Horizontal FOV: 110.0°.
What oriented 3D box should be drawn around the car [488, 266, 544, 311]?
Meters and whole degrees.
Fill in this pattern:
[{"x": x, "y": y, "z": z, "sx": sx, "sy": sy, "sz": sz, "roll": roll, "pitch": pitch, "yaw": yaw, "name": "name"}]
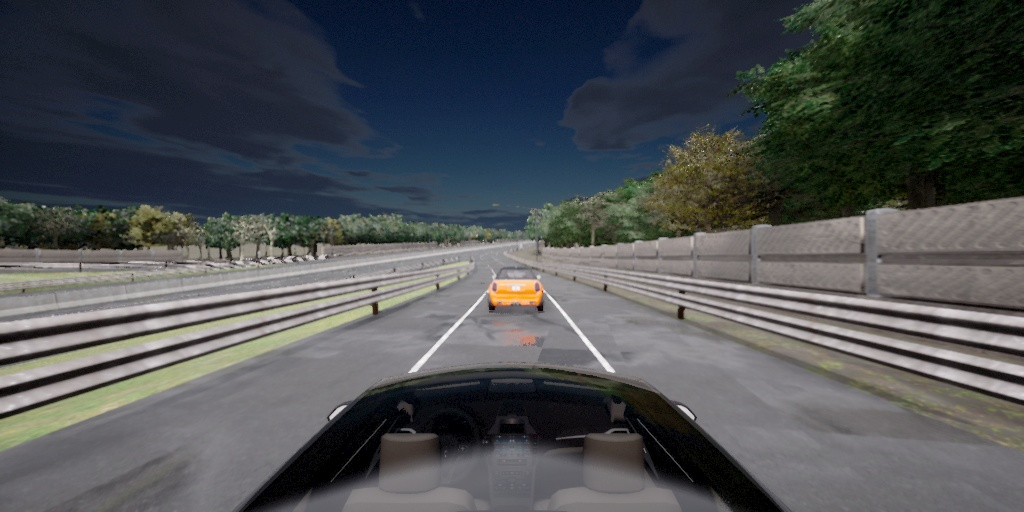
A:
[{"x": 0.186, "y": 1.213, "z": 15.134, "sx": 2.097, "sy": 1.767, "sz": 4.553, "roll": 0, "pitch": -1, "yaw": 1, "name": "car"}]
